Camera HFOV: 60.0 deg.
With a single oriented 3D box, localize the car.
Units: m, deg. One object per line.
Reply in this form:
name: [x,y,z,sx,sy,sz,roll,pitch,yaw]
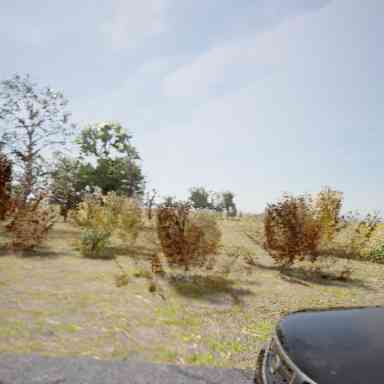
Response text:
car: [3.359,1.586,2.716,5.566,2.045,2.150,3,-4,2]
